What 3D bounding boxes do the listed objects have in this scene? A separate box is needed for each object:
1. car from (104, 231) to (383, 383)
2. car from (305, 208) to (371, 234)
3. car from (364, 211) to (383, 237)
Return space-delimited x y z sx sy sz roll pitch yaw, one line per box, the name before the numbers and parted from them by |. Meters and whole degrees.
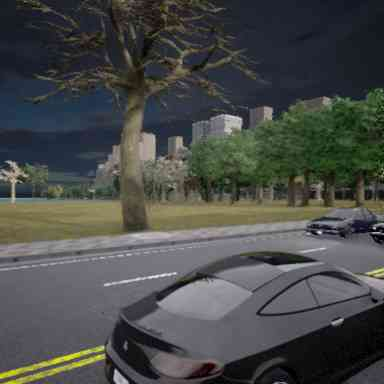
car | 1.234 1.529 4.335 4.674 1.442 1.812 0 0 -36
car | 8.315 1.568 17.594 5.357 1.411 2.033 0 0 -36
car | 9.872 1.621 14.715 4.718 1.301 1.895 0 0 -35
